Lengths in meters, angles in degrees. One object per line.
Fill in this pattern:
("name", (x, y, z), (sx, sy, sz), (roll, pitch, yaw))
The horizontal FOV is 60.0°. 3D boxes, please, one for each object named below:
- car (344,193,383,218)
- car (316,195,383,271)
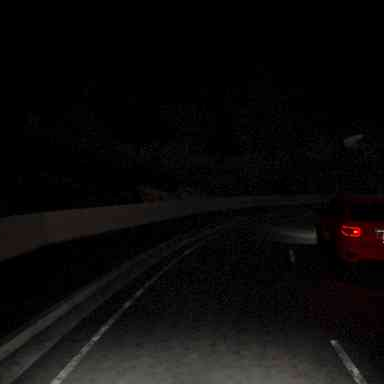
("car", (14.342, 1.037, 27.575), (2.097, 1.767, 4.553), (1, 1, 39))
("car", (5.274, 1.101, 10.360), (2.150, 2.045, 5.566), (0, 1, 14))
